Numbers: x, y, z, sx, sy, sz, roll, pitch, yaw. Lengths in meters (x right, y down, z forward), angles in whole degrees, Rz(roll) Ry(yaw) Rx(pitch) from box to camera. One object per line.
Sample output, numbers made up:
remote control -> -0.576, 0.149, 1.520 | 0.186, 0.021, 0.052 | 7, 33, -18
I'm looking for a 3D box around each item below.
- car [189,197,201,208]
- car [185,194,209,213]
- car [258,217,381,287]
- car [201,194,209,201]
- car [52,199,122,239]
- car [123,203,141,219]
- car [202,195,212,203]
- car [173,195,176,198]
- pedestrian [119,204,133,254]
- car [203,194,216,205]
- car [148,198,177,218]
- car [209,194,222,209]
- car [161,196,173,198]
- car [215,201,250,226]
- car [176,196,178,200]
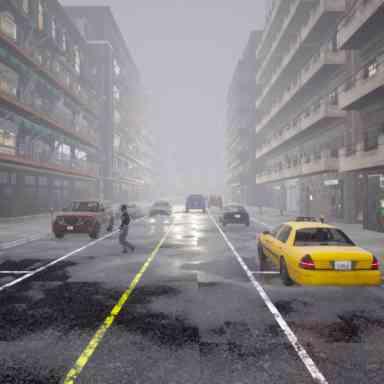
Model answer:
car -> 0.471, 1.544, 49.967 | 1.812, 1.442, 4.674 | 0, 0, 1
car -> 0.414, 1.236, 37.177 | 2.150, 2.045, 5.566 | 0, 0, 1
car -> 3.081, 1.458, 9.297 | 1.801, 1.575, 5.366 | 0, 0, 1
car -> 3.494, 1.359, 89.924 | 2.192, 1.841, 5.009 | 1, 0, 1
car -> -5.523, 1.320, 17.649 | 2.192, 1.841, 5.009 | 1, 0, 1
car -> -5.429, 1.591, 28.785 | 1.802, 1.307, 4.206 | 1, 0, 1
car -> 3.345, 1.473, 73.220 | 1.967, 1.590, 4.097 | 1, 0, 1
car -> -5.037, 1.558, 73.158 | 1.752, 1.417, 4.829 | 1, 0, 1
pedestrian -> -2.459, 1.296, 12.059 | 0.375, 1.860, 0.375 | 1, -1, -2
car -> 3.249, 1.340, 62.084 | 2.192, 1.841, 5.009 | 1, 0, 1
car -> -2.829, 1.557, 30.982 | 2.033, 1.411, 5.357 | 0, 0, 1
car -> 3.101, 1.331, 45.382 | 2.192, 1.841, 5.009 | 1, 0, 1
car -> -5.134, 1.576, 62.191 | 2.008, 1.369, 4.403 | 1, 0, 1
car -> 2.902, 1.573, 23.110 | 1.947, 1.339, 4.313 | 1, 0, 1
car -> -4.841, 1.592, 95.430 | 1.752, 1.417, 4.829 | 1, 0, 1
